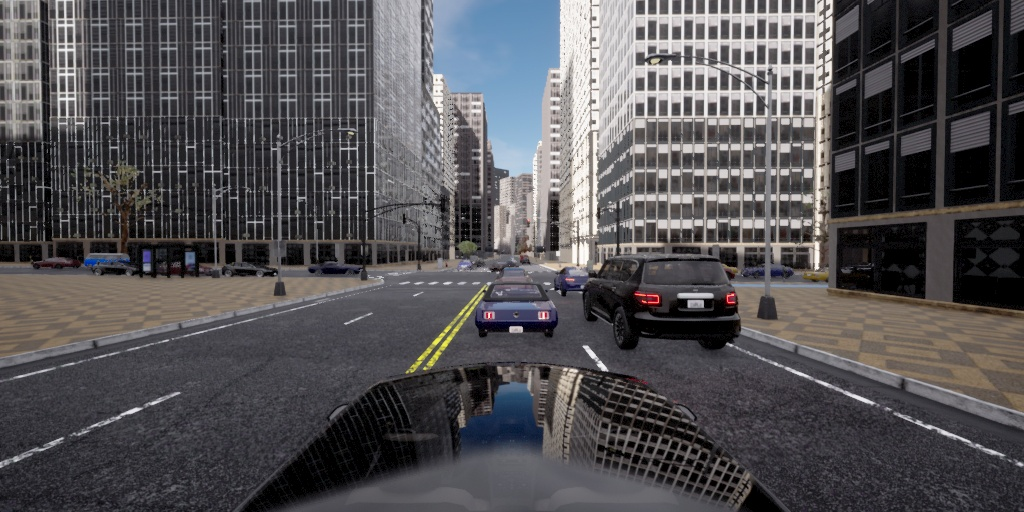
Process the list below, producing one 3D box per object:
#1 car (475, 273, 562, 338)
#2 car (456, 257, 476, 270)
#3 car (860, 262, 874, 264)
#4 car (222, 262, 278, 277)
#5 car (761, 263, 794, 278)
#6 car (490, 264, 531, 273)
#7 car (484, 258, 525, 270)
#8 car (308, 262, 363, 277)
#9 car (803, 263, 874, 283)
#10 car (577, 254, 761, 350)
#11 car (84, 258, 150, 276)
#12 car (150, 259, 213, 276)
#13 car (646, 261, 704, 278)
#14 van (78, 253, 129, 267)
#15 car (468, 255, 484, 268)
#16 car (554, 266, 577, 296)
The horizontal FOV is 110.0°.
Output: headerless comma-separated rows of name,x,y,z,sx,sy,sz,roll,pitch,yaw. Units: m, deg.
car,0.095,1.347,10.194,1.895,1.301,4.718,0,0,0
car,-6.630,1.238,51.221,1.812,1.442,4.674,0,0,-2
car,32.053,1.576,32.998,4.674,1.442,1.812,1,1,1
car,-22.756,1.172,31.176,4.313,1.339,1.948,0,0,1
car,25.805,1.469,36.305,4.674,1.442,1.812,1,1,1
car,0.088,1.304,18.931,1.994,1.385,4.181,0,0,0
car,-0.760,1.212,41.085,2.033,1.411,5.357,1,0,23
car,-16.422,1.219,33.831,4.718,1.301,1.895,0,1,-1
car,27.618,1.577,30.494,4.829,1.417,1.751,0,0,1
car,3.345,0.968,9.232,2.150,2.045,5.566,0,0,0
car,-34.121,1.068,31.473,4.313,1.339,1.948,0,0,1
car,-28.440,1.137,31.305,4.207,1.307,1.802,0,0,1
car,16.492,1.339,36.454,5.008,1.535,1.882,1,1,1
van,-45.319,0.603,40.124,3.998,1.789,1.690,0,0,1
car,-6.623,0.922,61.183,2.150,2.045,5.566,0,0,0
car,3.336,1.266,18.924,1.812,1.442,4.674,0,0,0
